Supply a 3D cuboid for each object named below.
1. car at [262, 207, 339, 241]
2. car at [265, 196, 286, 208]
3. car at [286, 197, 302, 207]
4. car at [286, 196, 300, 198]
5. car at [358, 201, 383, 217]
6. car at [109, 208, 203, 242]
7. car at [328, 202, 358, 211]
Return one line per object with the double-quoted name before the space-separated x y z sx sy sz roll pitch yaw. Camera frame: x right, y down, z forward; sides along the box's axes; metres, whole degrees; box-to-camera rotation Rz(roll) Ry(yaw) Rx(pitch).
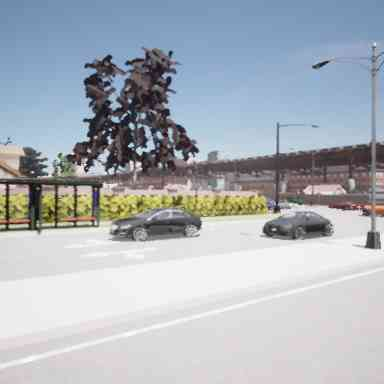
"car" 5.754 1.728 17.915 4.181 1.385 1.994 1 0 -35
"car" 10.559 1.628 48.961 2.150 2.045 5.566 1 -1 -35
"car" 13.996 1.968 50.141 1.812 1.442 4.674 1 -1 -35
"car" 18.062 1.766 62.868 2.150 2.045 5.566 1 -1 -35
"car" 20.488 1.756 34.857 2.097 1.767 4.553 1 -1 -35
"car" -1.701 1.581 16.896 4.902 1.511 2.128 1 0 -35
"car" 22.938 2.122 49.911 1.895 1.301 4.718 1 0 -35
